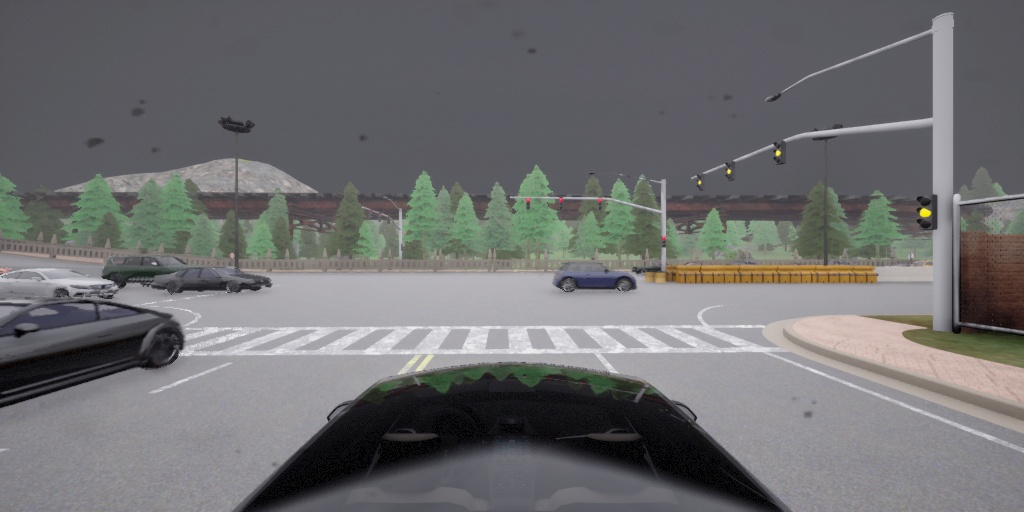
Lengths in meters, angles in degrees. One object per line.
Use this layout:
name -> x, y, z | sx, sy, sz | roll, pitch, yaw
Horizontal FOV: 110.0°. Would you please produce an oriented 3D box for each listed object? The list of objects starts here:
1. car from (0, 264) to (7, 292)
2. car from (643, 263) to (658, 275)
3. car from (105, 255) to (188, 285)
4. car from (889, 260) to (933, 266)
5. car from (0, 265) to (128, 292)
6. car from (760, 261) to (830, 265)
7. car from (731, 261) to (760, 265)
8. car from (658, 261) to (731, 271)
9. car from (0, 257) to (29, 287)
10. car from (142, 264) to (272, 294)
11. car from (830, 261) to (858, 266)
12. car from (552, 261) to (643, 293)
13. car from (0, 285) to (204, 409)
car -> -30.941, 1.179, 19.108 | 4.902, 1.511, 2.128 | 1, 0, -2
car -> 15.287, 1.351, 38.261 | 4.718, 1.301, 1.895 | 0, 0, -2
car -> -22.588, 0.965, 22.866 | 5.566, 2.045, 2.150 | 0, 0, -2
car -> 34.808, 1.314, 31.865 | 4.181, 1.385, 1.994 | 0, 0, -2
car -> -20.431, 1.275, 15.885 | 4.674, 1.442, 1.812 | 0, 0, 0
car -> 24.863, 1.314, 31.559 | 4.181, 1.385, 1.994 | 0, 0, -2
car -> 24.540, 1.241, 38.552 | 4.902, 1.511, 2.128 | 0, 0, -2
car -> 15.873, 1.228, 31.276 | 5.008, 1.535, 1.882 | 0, 0, -2
car -> -34.103, 0.953, 22.516 | 4.553, 1.767, 2.097 | 2, 0, -2
car -> -16.276, 1.298, 19.562 | 5.357, 1.411, 2.033 | 0, 0, -2
car -> 34.696, 1.242, 38.866 | 4.902, 1.511, 2.128 | 0, 0, -2
car -> 4.584, 1.102, 20.215 | 4.553, 1.767, 2.097 | 0, 0, -2
car -> -7.113, 1.314, 4.995 | 1.994, 1.385, 4.181 | 0, 0, -1
